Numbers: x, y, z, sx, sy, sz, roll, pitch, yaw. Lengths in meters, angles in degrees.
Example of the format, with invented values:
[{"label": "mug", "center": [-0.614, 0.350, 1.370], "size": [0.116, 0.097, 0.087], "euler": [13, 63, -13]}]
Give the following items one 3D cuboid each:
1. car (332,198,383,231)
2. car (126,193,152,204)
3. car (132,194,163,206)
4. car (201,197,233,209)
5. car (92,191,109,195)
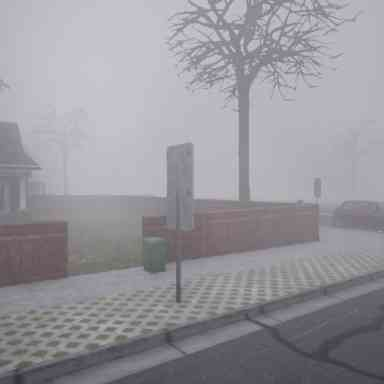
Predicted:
[{"label": "car", "center": [10.031, 1.242, 17.973], "size": [2.097, 1.767, 4.553], "euler": [0, 1, -31]}, {"label": "car", "center": [-7.706, 0.899, 48.047], "size": [1.994, 1.385, 4.181], "euler": [0, 1, -36]}, {"label": "car", "center": [-4.878, 0.965, 39.118], "size": [1.882, 1.535, 5.008], "euler": [0, 1, -36]}, {"label": "car", "center": [2.541, 1.212, 28.840], "size": [1.812, 1.442, 4.674], "euler": [0, 1, -36]}, {"label": "car", "center": [-16.732, 0.593, 60.521], "size": [1.837, 1.490, 4.892], "euler": [0, 1, -36]}]
